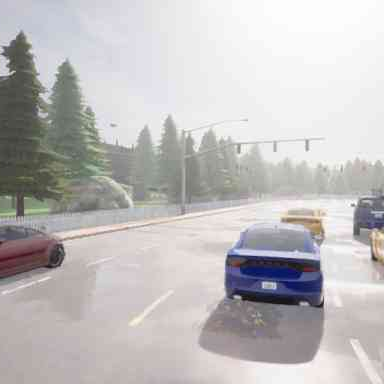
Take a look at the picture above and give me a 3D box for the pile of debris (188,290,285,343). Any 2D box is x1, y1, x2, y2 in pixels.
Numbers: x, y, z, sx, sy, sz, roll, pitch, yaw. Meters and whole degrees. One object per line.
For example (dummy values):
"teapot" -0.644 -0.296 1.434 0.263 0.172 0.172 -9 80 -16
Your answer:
"pile of debris" 0.911 2.175 6.049 1.500 0.140 1.860 0 0 16

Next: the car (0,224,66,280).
"car" -5.294 1.564 8.695 1.994 1.385 4.181 0 0 17

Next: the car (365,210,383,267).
"car" 6.150 1.478 9.041 1.882 1.535 5.008 0 0 21

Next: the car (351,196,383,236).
"car" 9.997 1.221 18.153 2.150 2.045 5.566 0 0 26

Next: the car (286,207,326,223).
"car" 5.721 1.477 17.008 1.882 1.535 5.008 0 0 24

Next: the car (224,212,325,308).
"car" 2.111 1.478 8.138 1.882 1.535 5.008 0 0 18
